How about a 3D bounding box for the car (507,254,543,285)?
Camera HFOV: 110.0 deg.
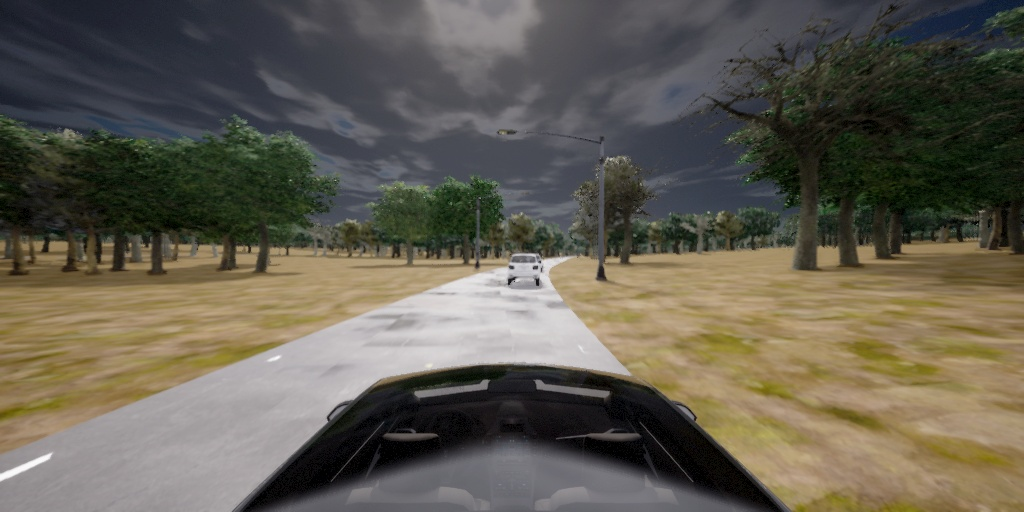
[{"bbox_3d":[0.897,0.864,25.479,2.150,2.045,5.566,0,0,4],"label":"car"}]
